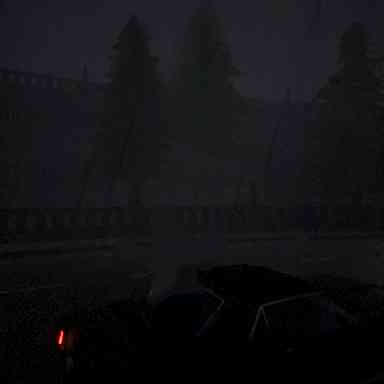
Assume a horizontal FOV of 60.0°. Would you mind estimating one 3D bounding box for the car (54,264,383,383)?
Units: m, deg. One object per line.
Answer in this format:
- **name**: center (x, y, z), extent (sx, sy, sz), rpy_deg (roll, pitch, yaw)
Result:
- **car**: center (0.933, 1.618, 4.064), extent (4.718, 1.301, 1.895), rpy_deg (1, 0, -28)
